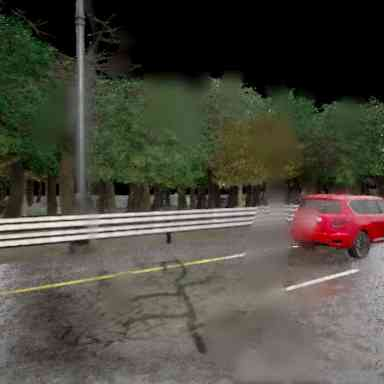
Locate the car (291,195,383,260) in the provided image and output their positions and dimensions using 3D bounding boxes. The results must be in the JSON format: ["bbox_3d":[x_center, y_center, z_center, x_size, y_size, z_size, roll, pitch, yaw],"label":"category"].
[{"bbox_3d":[6.075,1.131,12.364,5.566,2.045,2.150,0,0,-36],"label":"car"}]
